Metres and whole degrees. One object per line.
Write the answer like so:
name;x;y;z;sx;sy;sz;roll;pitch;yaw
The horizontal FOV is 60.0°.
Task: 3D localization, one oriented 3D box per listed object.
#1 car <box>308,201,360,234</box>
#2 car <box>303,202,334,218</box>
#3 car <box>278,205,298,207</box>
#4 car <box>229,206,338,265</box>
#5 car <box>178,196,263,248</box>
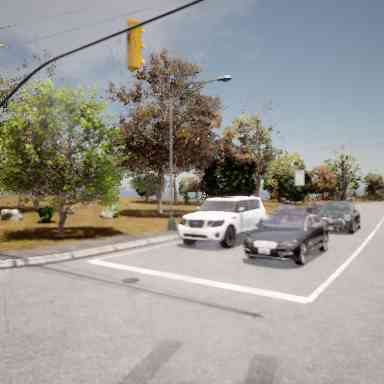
car;8.558;1.358;19.611;2.097;1.767;4.553;0;0;33
car;12.146;1.636;31.835;1.895;1.301;4.718;0;0;32
car;6.706;1.575;23.209;1.994;1.385;4.181;0;0;33
car;3.520;1.496;11.947;2.128;1.511;4.902;0;0;34
car;1.608;1.229;15.336;2.150;2.045;5.566;0;0;33
